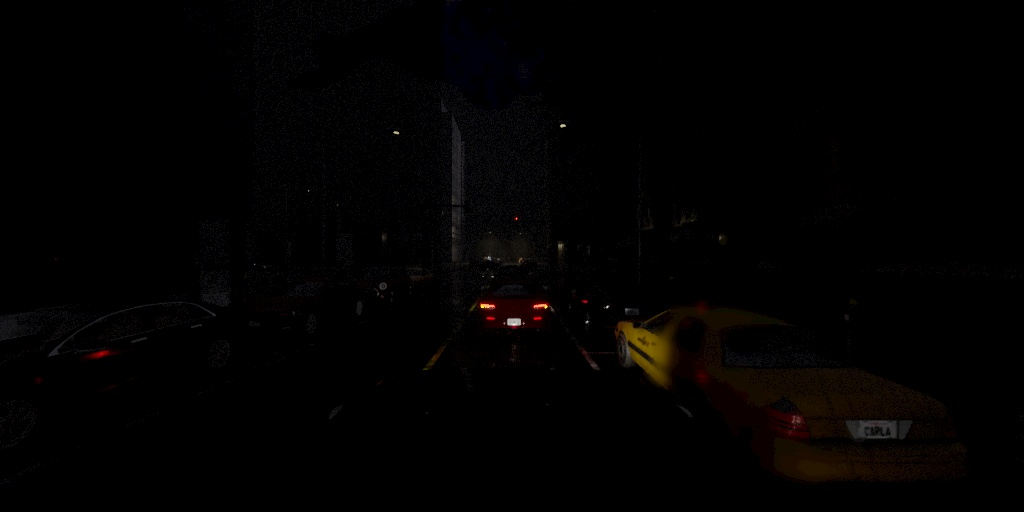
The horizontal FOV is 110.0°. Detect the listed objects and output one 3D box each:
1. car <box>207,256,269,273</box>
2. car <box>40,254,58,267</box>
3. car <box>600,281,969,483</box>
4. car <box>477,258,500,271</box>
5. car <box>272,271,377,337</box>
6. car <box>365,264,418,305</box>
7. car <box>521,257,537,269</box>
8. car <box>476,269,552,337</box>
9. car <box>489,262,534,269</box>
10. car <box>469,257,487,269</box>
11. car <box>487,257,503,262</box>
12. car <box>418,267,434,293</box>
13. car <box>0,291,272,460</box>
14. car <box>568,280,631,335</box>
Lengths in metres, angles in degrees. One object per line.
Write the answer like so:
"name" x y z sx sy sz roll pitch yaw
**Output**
"car" -24.853 0.786 32.630 4.902 1.511 2.128 1 0 0
"car" -48.225 0.416 35.712 4.181 1.385 1.994 1 0 0
"car" 2.760 1.275 5.015 1.751 1.417 4.829 0 0 0
"car" -3.143 1.307 48.746 2.033 1.411 5.357 0 0 0
"car" -5.771 1.295 10.290 1.888 1.381 4.507 0 0 0
"car" -5.776 1.190 15.747 1.967 1.591 4.097 0 0 0
"car" 2.708 1.201 53.183 1.967 1.591 4.097 0 0 0
"car" 0.061 1.276 10.135 1.812 1.442 4.674 0 0 0
"car" 0.000 1.256 19.002 1.837 1.490 4.892 0 0 0
"car" -5.823 1.079 58.612 2.192 1.841 5.009 0 0 0
"car" -3.122 1.293 65.343 1.812 1.442 4.674 0 0 0
"car" -5.782 1.277 21.034 1.751 1.417 4.829 0 0 0
"car" -5.764 1.300 4.833 2.007 1.370 4.403 0 0 0
"car" 2.755 1.316 10.302 1.948 1.339 4.313 0 0 0
